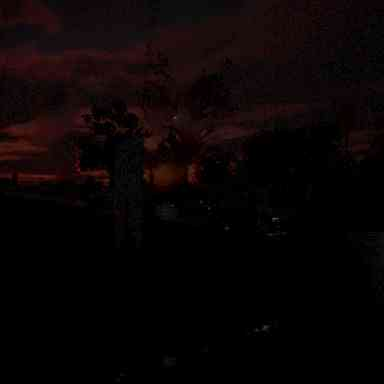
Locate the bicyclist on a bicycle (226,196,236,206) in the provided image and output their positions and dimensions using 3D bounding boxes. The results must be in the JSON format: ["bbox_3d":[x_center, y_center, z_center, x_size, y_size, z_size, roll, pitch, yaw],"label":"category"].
[{"bbox_3d":[3.456,1.171,29.601,1.656,1.620,0.582,0,1,-35],"label":"bicyclist on a bicycle"}]

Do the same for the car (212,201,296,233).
[{"bbox_3d":[3.572,1.327,18.964,1.882,1.535,5.008,0,1,-35],"label":"car"}]

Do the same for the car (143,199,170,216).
[{"bbox_3d":[-3.371,1.298,28.946,1.895,1.301,4.718,0,1,-35],"label":"car"}]

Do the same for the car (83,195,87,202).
[{"bbox_3d":[-15.188,0.892,51.049,1.812,1.442,4.674,0,1,-34],"label":"car"}]

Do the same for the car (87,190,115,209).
[{"bbox_3d":[-9.873,0.773,38.309,2.150,2.045,5.566,0,1,-35],"label":"car"}]

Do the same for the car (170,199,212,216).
[{"bbox_3d":[0.272,1.274,28.847,1.994,1.385,4.181,0,1,-35],"label":"car"}]
